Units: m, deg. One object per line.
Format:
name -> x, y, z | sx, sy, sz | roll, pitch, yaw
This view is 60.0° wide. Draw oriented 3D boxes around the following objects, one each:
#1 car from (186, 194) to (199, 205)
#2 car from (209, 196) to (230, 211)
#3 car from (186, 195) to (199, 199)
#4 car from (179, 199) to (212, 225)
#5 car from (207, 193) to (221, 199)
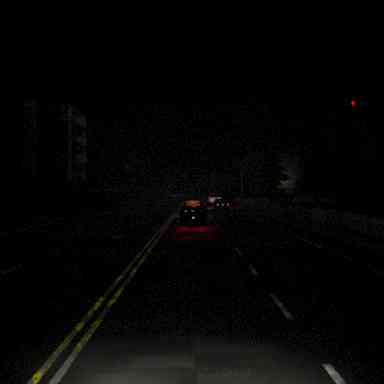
car -> 0.074, 1.306, 57.735 | 2.097, 1.767, 4.553 | 0, 0, 0
car -> 3.579, 1.513, 40.989 | 2.033, 1.411, 5.357 | 0, 0, 0
car -> 0.073, 1.318, 40.308 | 2.097, 1.767, 4.553 | 0, 0, 0
car -> 0.089, 1.470, 24.145 | 2.128, 1.511, 4.902 | 0, 0, 0
car -> 3.574, 1.179, 53.208 | 2.150, 2.045, 5.566 | 0, 0, 0
